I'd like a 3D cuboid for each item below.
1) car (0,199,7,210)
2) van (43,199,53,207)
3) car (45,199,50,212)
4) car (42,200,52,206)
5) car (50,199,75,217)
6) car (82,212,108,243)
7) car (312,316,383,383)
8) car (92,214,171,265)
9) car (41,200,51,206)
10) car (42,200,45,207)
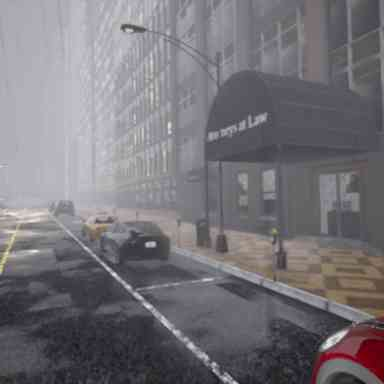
[{"bbox_3d":[-34.340,2.245,59.441,2.192,1.841,5.009,1,-1,-26],"label":"car"},{"bbox_3d":[-31.717,2.359,73.263,1.690,1.788,3.998,1,-1,-26],"label":"van"},{"bbox_3d":[-19.413,1.973,47.828,2.192,1.841,5.009,1,-1,-26],"label":"car"},{"bbox_3d":[-34.179,2.655,78.346,1.947,1.339,4.313,1,-1,-26],"label":"car"},{"bbox_3d":[-14.492,1.826,37.654,2.192,1.841,5.009,1,-1,-26],"label":"car"},{"bbox_3d":[-4.724,1.741,17.456,1.752,1.417,4.829,1,-1,-26],"label":"car"},{"bbox_3d":[2.733,1.428,2.041,1.967,1.590,4.097,1,-1,-26],"label":"car"},{"bbox_3d":[-2.189,1.704,12.215,1.947,1.339,4.313,1,-1,-26],"label":"car"},{"bbox_3d":[-36.639,2.726,83.433,1.947,1.339,4.313,1,-1,-26],"label":"car"},{"bbox_3d":[-29.256,2.386,68.173,1.967,1.590,4.097,1,-1,-26],"label":"car"}]
